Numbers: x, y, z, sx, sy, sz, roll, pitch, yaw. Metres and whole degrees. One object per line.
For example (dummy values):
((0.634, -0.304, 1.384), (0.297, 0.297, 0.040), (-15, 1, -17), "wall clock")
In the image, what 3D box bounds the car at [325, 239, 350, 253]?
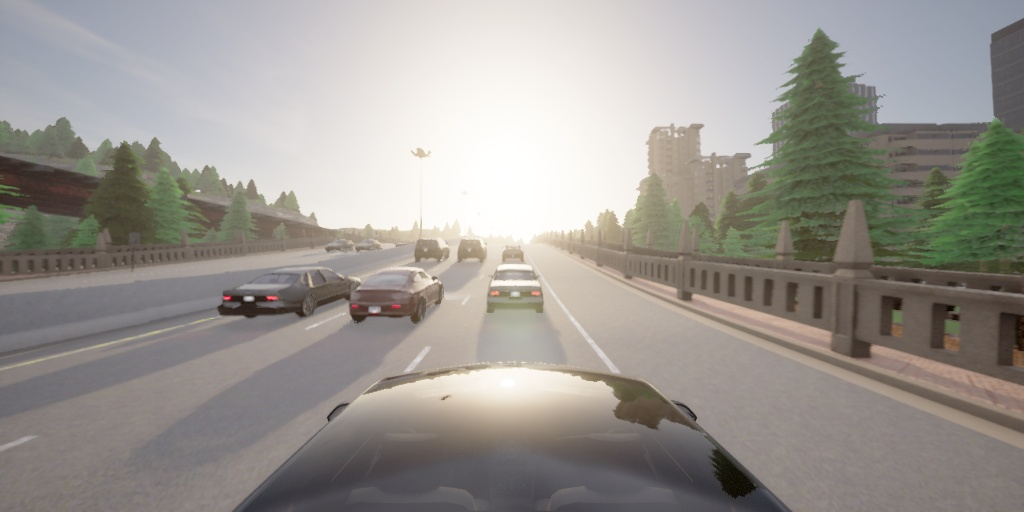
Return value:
((-21.098, -1.274, 44.134), (1.837, 1.490, 4.892), (0, 4, 0), "car")

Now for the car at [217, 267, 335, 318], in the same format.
((-6.904, 1.060, 11.916), (2.033, 1.411, 5.357), (0, 2, 0), "car")

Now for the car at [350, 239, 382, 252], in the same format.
((-17.601, -1.271, 44.109), (1.837, 1.490, 4.892), (0, 4, 0), "car")

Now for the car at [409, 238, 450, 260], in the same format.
((-6.910, -0.590, 31.337), (2.150, 2.045, 5.566), (0, 4, 0), "car")

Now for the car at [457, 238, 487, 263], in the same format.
((-3.410, -0.592, 31.355), (2.150, 2.045, 5.566), (0, 4, 0), "car")

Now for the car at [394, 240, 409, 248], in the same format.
((-14.096, -1.454, 47.776), (1.895, 1.301, 4.718), (0, 4, 0), "car")

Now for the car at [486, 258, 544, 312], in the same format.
((0.096, 1.022, 12.786), (2.033, 1.411, 5.357), (0, 3, 0), "car")

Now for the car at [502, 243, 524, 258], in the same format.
((0.089, -0.400, 32.404), (2.128, 1.511, 4.902), (0, 4, 0), "car")

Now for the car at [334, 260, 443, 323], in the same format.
((-3.416, 1.068, 11.200), (1.812, 1.442, 4.674), (0, 2, 0), "car")
